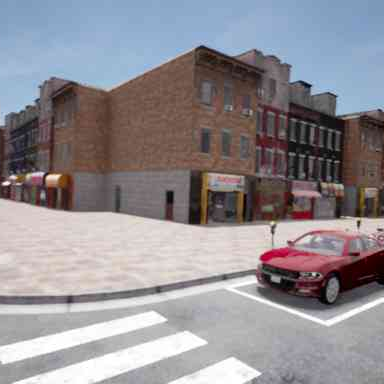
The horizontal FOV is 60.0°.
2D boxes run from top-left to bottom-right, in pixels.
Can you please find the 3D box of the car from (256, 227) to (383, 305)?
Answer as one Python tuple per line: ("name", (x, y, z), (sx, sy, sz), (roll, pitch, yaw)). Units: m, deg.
("car", (3.499, 1.642, 8.357), (4.507, 1.381, 1.887), (2, 0, -39))
